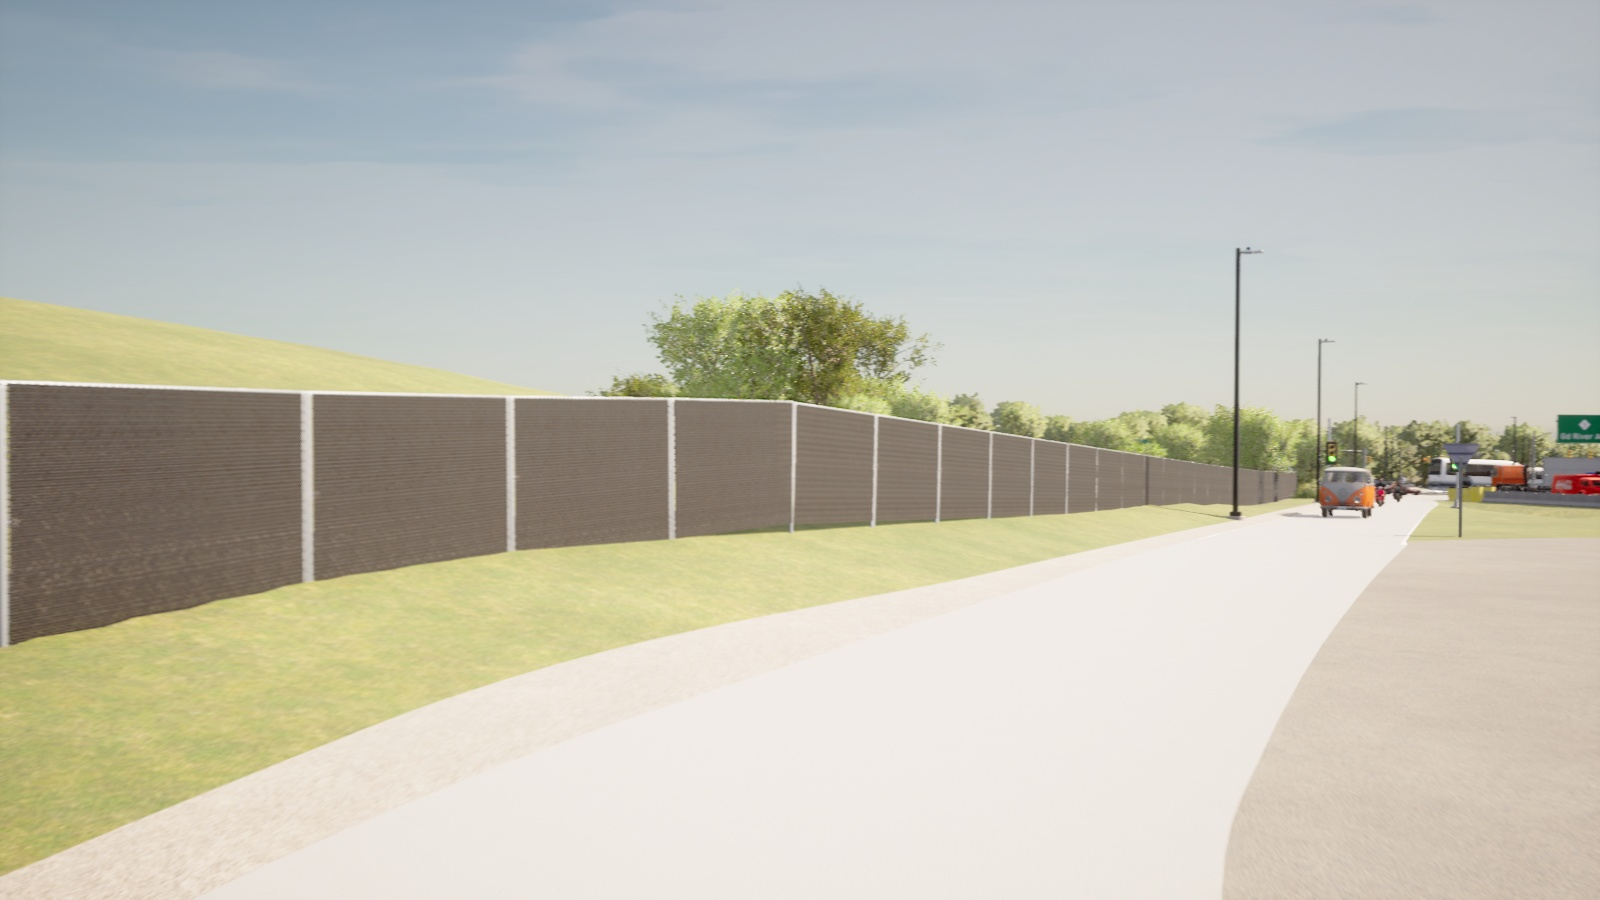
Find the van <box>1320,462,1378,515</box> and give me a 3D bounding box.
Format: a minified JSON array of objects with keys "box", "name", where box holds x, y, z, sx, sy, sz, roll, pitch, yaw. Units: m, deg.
[{"box":[21.828,1.512,49.836,1.775,1.987,4.442,0,-1,28],"name":"van"}]
